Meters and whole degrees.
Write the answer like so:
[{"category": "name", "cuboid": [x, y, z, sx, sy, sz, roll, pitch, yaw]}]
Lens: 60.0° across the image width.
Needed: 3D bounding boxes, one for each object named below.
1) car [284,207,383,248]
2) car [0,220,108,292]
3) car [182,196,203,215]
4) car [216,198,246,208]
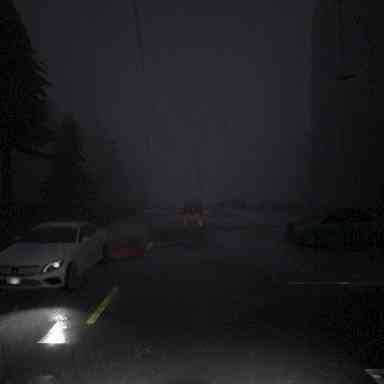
[{"category": "car", "cuboid": [6.029, 1.483, 14.226, 3.988, 1.617, 1.851, 0, 0, -1]}, {"category": "car", "cuboid": [-3.587, 1.526, 9.063, 1.812, 1.442, 4.674, 0, 0, 0]}, {"category": "car", "cuboid": [0.066, 1.478, 33.545, 1.882, 1.535, 5.008, 0, 0, 0]}, {"category": "car", "cuboid": [5.511, 1.550, 47.234, 4.181, 1.381, 1.994, 0, 0, -1]}]
